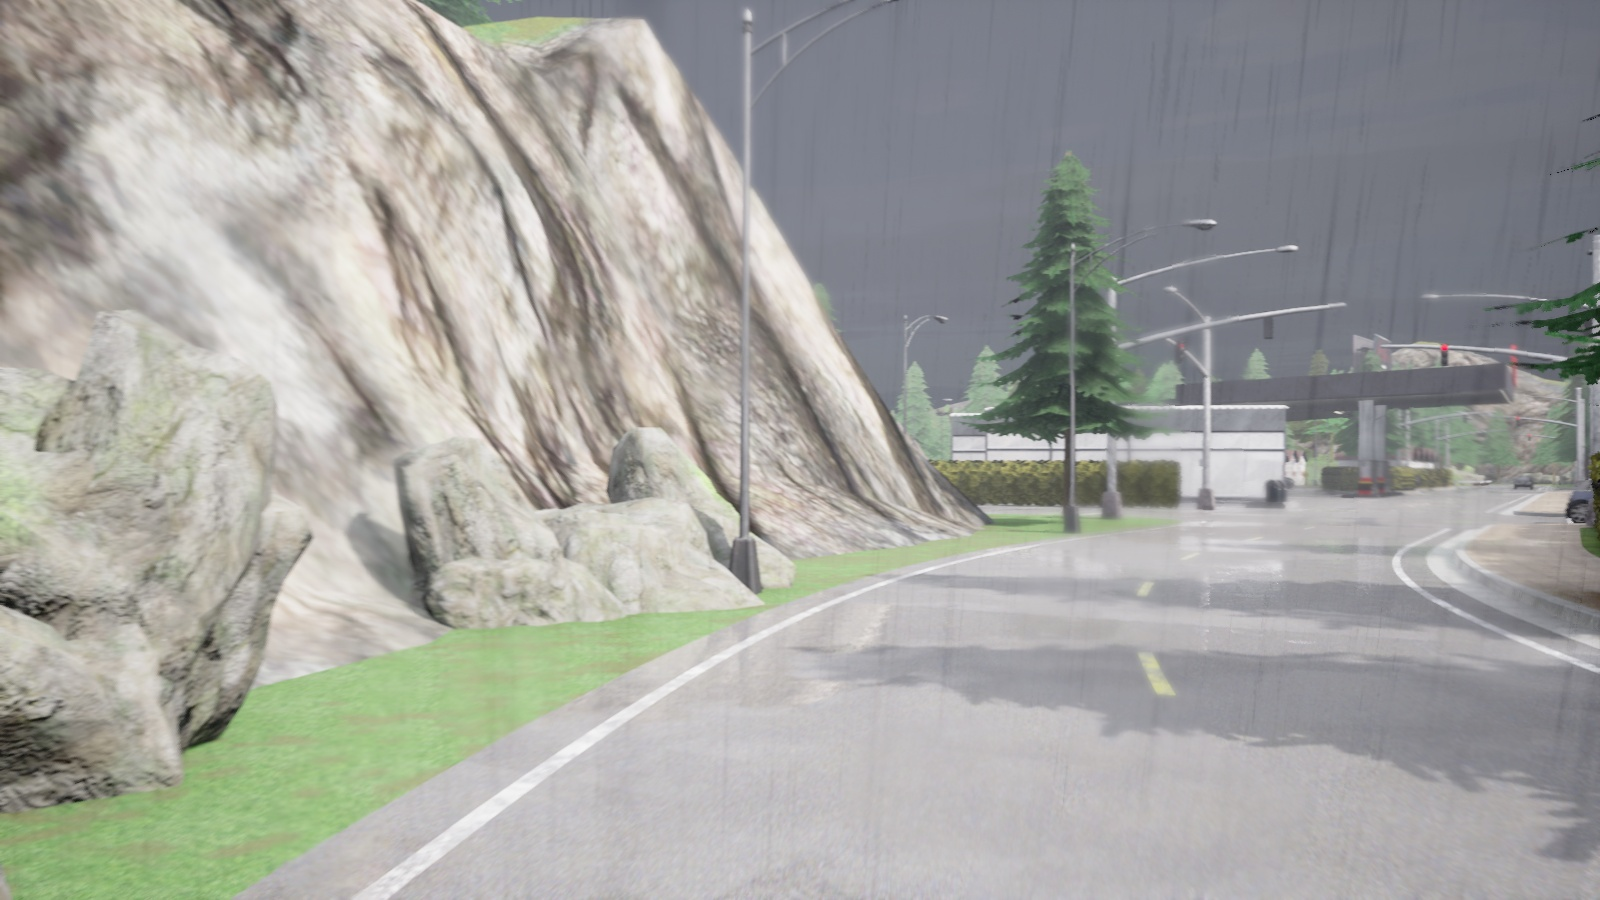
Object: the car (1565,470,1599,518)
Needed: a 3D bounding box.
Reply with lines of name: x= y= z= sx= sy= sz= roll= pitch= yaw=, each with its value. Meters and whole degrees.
car: x=26.033 y=1.363 z=38.800 sx=3.806 sy=1.475 sz=1.970 roll=-1 pitch=-1 yaw=42
